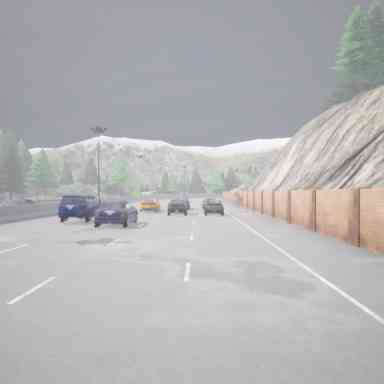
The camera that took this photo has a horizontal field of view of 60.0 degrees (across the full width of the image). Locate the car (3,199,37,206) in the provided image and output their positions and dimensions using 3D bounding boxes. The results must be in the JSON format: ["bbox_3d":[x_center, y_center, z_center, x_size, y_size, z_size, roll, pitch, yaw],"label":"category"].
[{"bbox_3d":[-18.926,1.524,36.693,1.837,1.490,4.892,0,0,1],"label":"car"}]

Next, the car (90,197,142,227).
[{"bbox_3d":[-5.055,1.355,22.736,2.097,1.767,4.553,0,0,1],"label":"car"}]

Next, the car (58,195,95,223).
[{"bbox_3d":[-8.501,1.222,26.014,2.150,2.045,5.566,0,0,1],"label":"car"}]

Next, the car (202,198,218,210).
[{"bbox_3d":[2.283,1.526,43.291,1.812,1.442,4.674,0,0,1],"label":"car"}]

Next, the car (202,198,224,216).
[{"bbox_3d":[2.113,1.491,32.843,2.128,1.511,4.902,0,0,1],"label":"car"}]

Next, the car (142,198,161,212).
[{"bbox_3d":[-4.790,1.478,38.718,1.882,1.535,5.008,0,0,1],"label":"car"}]

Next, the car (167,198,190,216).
[{"bbox_3d":[-1.385,1.505,33.013,1.837,1.490,4.892,0,0,1],"label":"car"}]
